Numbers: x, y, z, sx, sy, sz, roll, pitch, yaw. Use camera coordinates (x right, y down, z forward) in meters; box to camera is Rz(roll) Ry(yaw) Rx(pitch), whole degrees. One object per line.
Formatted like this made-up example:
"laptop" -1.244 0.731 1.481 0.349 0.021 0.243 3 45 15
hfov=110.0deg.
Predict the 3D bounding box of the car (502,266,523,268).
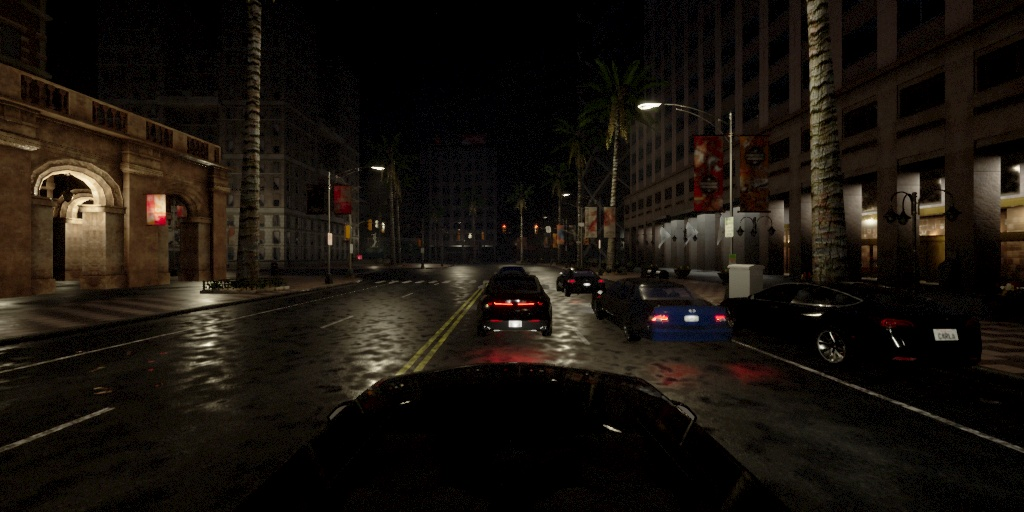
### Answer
"car" 0.013 1.276 19.306 1.812 1.442 4.674 0 0 -2

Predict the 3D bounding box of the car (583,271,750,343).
"car" 3.562 1.297 9.659 2.033 1.411 5.357 0 0 0

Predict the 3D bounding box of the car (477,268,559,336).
"car" 0.052 1.254 10.359 1.837 1.490 4.892 0 0 0

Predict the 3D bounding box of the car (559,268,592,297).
"car" 3.517 1.314 18.902 1.994 1.385 4.181 0 0 -1
